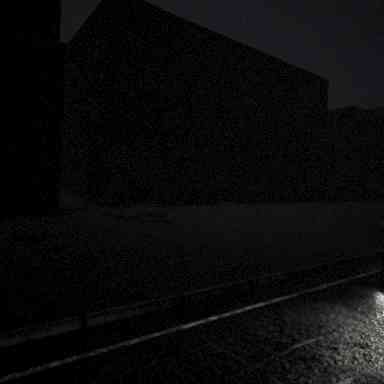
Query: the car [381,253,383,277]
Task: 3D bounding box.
[{"bbox_3d":[6.786,1.502,8.643,4.902,1.511,2.128,0,0,-36],"label":"car"}]
